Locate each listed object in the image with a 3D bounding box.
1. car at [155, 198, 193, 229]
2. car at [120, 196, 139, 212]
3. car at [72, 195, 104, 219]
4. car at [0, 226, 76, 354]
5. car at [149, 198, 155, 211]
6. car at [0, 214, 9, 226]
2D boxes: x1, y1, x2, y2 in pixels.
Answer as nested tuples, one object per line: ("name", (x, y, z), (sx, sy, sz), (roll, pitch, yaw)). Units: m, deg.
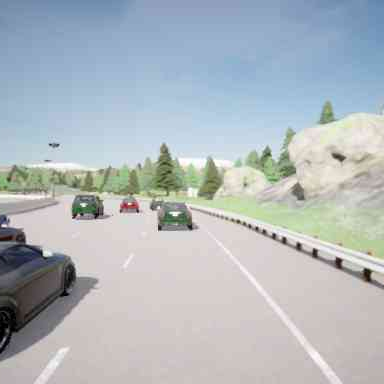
("car", (-1.196, 1.355, 21.581), (2.097, 1.767, 4.553), (0, 0, -6))
("car", (-7.289, 1.368, 38.787), (2.097, 1.767, 4.553), (0, 0, -11))
("car", (-9.295, 1.241, 29.953), (2.150, 2.045, 5.566), (0, 0, -9))
("car", (-3.602, 1.571, 5.947), (1.994, 1.385, 4.181), (0, 0, -2))
("car", (-4.361, 1.501, 42.008), (2.128, 1.511, 4.902), (0, 0, -12))
("car", (-7.346, 1.579, 11.203), (1.994, 1.385, 4.181), (0, 0, -3))
